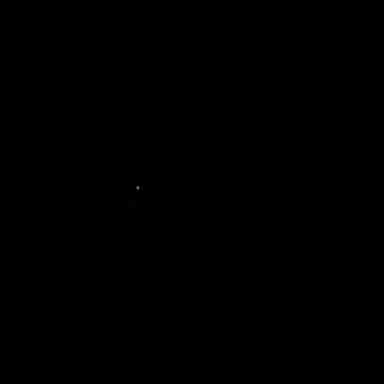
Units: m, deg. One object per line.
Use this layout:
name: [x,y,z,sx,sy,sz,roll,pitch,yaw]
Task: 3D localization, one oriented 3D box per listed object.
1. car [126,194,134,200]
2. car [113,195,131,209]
car: [-13.904,1.137,73.829,1.895,1.301,4.718,0,3,-11]
car: [-11.040,1.718,51.659,1.837,1.490,4.892,-2,1,-5]
